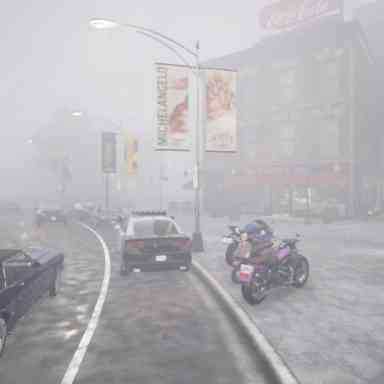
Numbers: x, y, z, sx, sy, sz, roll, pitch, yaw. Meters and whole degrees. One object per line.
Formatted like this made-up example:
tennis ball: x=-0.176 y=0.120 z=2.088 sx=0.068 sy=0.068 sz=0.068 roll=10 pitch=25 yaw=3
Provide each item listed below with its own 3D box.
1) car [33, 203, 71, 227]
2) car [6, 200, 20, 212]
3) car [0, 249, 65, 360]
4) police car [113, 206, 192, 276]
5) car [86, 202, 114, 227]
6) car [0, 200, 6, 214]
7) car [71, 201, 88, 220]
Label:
car: x=-9.849 y=1.514 z=23.004 sx=1.812 sy=1.442 sz=4.674 roll=0 pitch=0 yaw=-29
car: x=-20.383 y=1.540 z=36.270 sx=4.181 sy=1.385 sz=1.994 roll=0 pitch=0 yaw=44
car: x=-3.576 y=1.597 z=5.528 sx=1.895 sy=1.301 sz=4.718 roll=0 pitch=0 yaw=-8
police car: x=-1.396 y=1.423 z=10.673 sx=1.930 sy=1.638 sz=5.238 roll=0 pitch=0 yaw=-14
car: x=-5.820 y=1.588 z=22.705 sx=1.895 sy=1.301 sz=4.718 roll=0 pitch=0 yaw=-24
car: x=-18.012 y=1.527 z=28.883 sx=2.033 sy=1.411 sz=5.357 roll=0 pitch=0 yaw=-39
car: x=-8.814 y=1.510 z=27.591 sx=2.002 sy=1.452 sz=4.674 roll=0 pitch=0 yaw=-34
